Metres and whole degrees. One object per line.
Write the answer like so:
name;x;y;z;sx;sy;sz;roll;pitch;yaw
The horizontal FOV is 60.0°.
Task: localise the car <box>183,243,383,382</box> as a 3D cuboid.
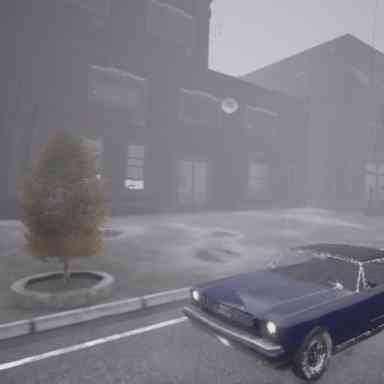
car;2.215;1.617;5.571;4.718;1.301;1.895;0;0;-36
